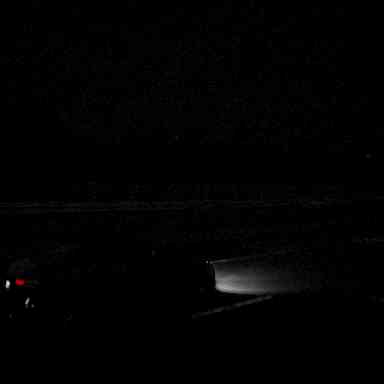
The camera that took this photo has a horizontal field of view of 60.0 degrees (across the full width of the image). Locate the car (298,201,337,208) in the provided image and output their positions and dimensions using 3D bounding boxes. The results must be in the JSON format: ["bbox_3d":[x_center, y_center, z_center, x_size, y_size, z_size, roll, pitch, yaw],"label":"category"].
[{"bbox_3d":[10.318,1.573,28.189,5.008,1.535,1.882,0,0,-34],"label":"car"}]

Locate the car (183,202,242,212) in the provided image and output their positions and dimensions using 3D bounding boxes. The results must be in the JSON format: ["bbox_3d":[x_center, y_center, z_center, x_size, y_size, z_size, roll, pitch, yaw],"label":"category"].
[{"bbox_3d":[1.838,1.550,26.621,5.008,1.535,1.882,0,0,-35],"label":"car"}]

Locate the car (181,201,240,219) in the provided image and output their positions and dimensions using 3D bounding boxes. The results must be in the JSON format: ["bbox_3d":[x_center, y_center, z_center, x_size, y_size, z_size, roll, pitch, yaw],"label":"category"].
[{"bbox_3d":[1.778,1.624,30.838,5.357,1.411,2.033,0,0,-34],"label":"car"}]

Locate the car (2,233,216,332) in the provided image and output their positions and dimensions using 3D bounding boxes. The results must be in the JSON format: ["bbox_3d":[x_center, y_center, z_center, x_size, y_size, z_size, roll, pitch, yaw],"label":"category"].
[{"bbox_3d":[-1.540,1.575,6.925,4.181,1.385,1.994,0,0,-35],"label":"car"}]
